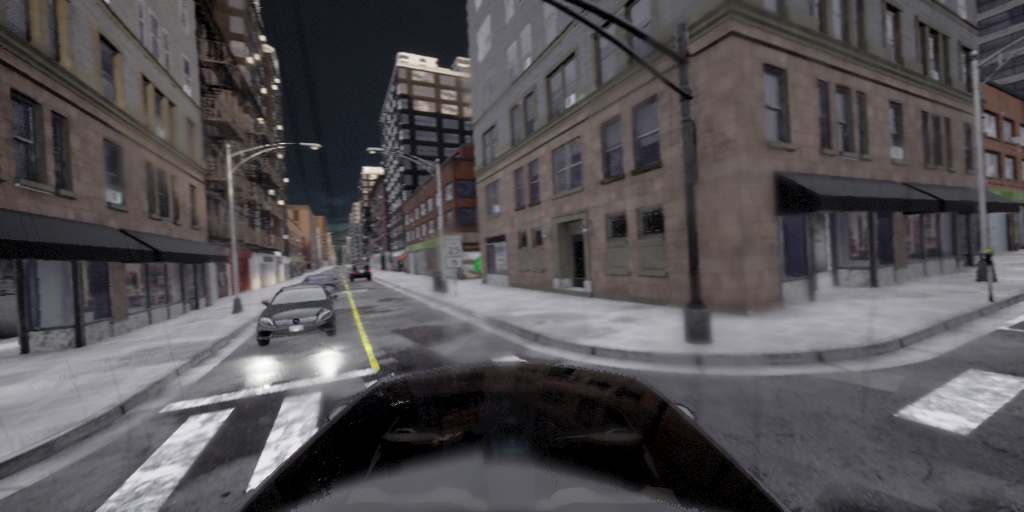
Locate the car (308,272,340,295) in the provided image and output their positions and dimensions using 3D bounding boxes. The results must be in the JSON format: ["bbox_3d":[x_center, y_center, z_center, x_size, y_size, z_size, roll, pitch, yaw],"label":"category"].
[{"bbox_3d":[-14.480,2.070,27.794,1.994,1.385,4.181,-3,0,-26],"label":"car"}]

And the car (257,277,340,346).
[{"bbox_3d":[-6.500,1.628,11.196,1.812,1.442,4.674,-3,0,-26],"label":"car"}]

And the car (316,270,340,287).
[{"bbox_3d":[-18.880,2.270,37.006,2.033,1.411,5.357,-3,0,-25],"label":"car"}]

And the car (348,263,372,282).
[{"bbox_3d":[-17.505,1.856,41.370,2.150,2.045,5.566,-3,0,-26],"label":"car"}]

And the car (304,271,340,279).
[{"bbox_3d":[-10.506,1.799,19.514,2.128,1.511,4.902,-3,0,-26],"label":"car"}]
